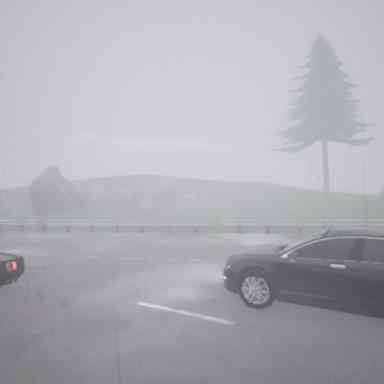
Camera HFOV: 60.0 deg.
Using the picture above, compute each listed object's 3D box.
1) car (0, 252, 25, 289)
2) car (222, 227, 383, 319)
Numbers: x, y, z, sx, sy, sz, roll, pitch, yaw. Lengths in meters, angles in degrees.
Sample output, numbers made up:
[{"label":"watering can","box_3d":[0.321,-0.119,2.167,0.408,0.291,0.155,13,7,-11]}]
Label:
[{"label":"car","box_3d":[-6.170,1.661,7.619,4.718,1.301,1.895,-1,0,27]},{"label":"car","box_3d":[2.899,1.420,6.118,4.892,1.490,1.837,0,0,34]}]
